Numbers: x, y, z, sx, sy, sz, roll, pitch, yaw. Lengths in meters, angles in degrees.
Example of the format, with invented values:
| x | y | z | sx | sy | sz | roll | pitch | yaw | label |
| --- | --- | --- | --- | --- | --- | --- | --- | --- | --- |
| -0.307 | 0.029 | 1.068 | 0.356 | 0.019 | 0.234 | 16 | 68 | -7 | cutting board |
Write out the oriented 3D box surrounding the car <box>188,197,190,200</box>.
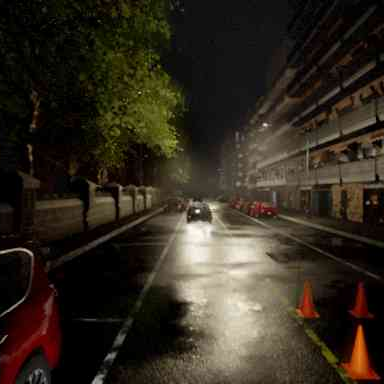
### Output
| x | y | z | sx | sy | sz | roll | pitch | yaw | label |
| --- | --- | --- | --- | --- | --- | --- | --- | --- | --- |
| -1.735 | 1.552 | 52.158 | 2.008 | 1.369 | 4.403 | 0 | 0 | 1 | car |

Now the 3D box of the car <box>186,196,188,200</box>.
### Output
| x | y | z | sx | sy | sz | roll | pitch | yaw | label |
| --- | --- | --- | --- | --- | --- | --- | --- | --- | --- |
| -1.865 | 1.433 | 40.897 | 1.967 | 1.590 | 4.097 | 0 | 0 | 1 | car |

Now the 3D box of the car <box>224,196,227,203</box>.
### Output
| x | y | z | sx | sy | sz | roll | pitch | yaw | label |
| --- | --- | --- | --- | --- | --- | --- | --- | --- | --- |
| 6.645 | 1.513 | 52.061 | 1.967 | 1.590 | 4.097 | 0 | 0 | 1 | car |

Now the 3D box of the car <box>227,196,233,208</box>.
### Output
| x | y | z | sx | sy | sz | roll | pitch | yaw | label |
| --- | --- | --- | --- | --- | --- | --- | --- | --- | --- |
| 6.580 | 1.384 | 46.431 | 2.192 | 1.841 | 5.009 | 0 | 0 | 1 | car |

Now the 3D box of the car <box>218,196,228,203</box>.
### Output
| x | y | z | sx | sy | sz | roll | pitch | yaw | label |
| --- | --- | --- | --- | --- | --- | --- | --- | --- | --- |
| 6.905 | 1.664 | 74.581 | 1.947 | 1.339 | 4.313 | 0 | 0 | 1 | car |

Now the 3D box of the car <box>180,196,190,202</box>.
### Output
| x | y | z | sx | sy | sz | roll | pitch | yaw | label |
| --- | --- | --- | --- | --- | --- | --- | --- | --- | --- |
| -1.474 | 1.577 | 74.677 | 2.008 | 1.369 | 4.403 | 0 | 0 | 1 | car |

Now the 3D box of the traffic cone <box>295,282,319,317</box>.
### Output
| x | y | z | sx | sy | sz | roll | pitch | yaw | label |
| --- | --- | --- | --- | --- | --- | --- | --- | --- | --- |
| 2.145 | 1.972 | 6.199 | 0.340 | 0.580 | 0.340 | 0 | 0 | 1 | traffic cone |

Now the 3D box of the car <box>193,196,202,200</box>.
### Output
| x | y | z | sx | sy | sz | roll | pitch | yaw | label |
| --- | --- | --- | --- | --- | --- | --- | --- | --- | --- |
| 1.200 | 1.626 | 73.215 | 1.994 | 1.385 | 4.181 | 0 | 0 | 1 | car |

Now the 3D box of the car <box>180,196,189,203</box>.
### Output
| x | y | z | sx | sy | sz | roll | pitch | yaw | label |
| --- | --- | --- | --- | --- | --- | --- | --- | --- | --- |
| -1.542 | 1.544 | 68.877 | 1.752 | 1.417 | 4.829 | 0 | 0 | 1 | car |

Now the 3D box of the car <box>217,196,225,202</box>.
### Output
| x | y | z | sx | sy | sz | roll | pitch | yaw | label |
| --- | --- | --- | --- | --- | --- | --- | --- | --- | --- |
| 6.972 | 1.633 | 80.382 | 1.752 | 1.417 | 4.829 | 0 | 0 | 1 | car |

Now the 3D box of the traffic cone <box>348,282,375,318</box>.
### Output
| x | y | z | sx | sy | sz | roll | pitch | yaw | label |
| --- | --- | --- | --- | --- | --- | --- | --- | --- | --- |
| 3.145 | 1.981 | 6.187 | 0.340 | 0.580 | 0.340 | 0 | 0 | 1 | traffic cone |

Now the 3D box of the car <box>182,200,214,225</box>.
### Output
| x | y | z | sx | sy | sz | roll | pitch | yaw | label |
| --- | --- | --- | --- | --- | --- | --- | --- | --- | --- |
| 0.554 | 1.552 | 24.778 | 2.033 | 1.411 | 5.357 | 0 | 0 | 1 | car |

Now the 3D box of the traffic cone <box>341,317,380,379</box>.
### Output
| x | y | z | sx | sy | sz | roll | pitch | yaw | label |
| --- | --- | --- | --- | --- | --- | --- | --- | --- | --- |
| 2.122 | 1.973 | 4.199 | 0.340 | 0.580 | 0.340 | 0 | 0 | 1 | traffic cone |

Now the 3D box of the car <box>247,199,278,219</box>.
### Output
| x | y | z | sx | sy | sz | roll | pitch | yaw | label |
| --- | --- | --- | --- | --- | --- | --- | --- | --- | --- |
| 6.384 | 1.601 | 29.542 | 1.887 | 1.381 | 4.507 | 0 | 0 | 1 | car |

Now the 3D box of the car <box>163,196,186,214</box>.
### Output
| x | y | z | sx | sy | sz | roll | pitch | yaw | label |
| --- | --- | --- | --- | --- | --- | --- | --- | --- | --- |
| -1.930 | 1.429 | 35.269 | 1.967 | 1.590 | 4.097 | 0 | 0 | 1 | car |

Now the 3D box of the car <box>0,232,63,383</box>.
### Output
| x | y | z | sx | sy | sz | roll | pitch | yaw | label |
| --- | --- | --- | --- | --- | --- | --- | --- | --- | --- |
| -2.319 | 1.295 | 1.490 | 2.192 | 1.841 | 5.009 | 0 | 0 | 1 | car |

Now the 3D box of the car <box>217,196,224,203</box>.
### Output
| x | y | z | sx | sy | sz | roll | pitch | yaw | label |
| --- | --- | --- | --- | --- | --- | --- | --- | --- | --- |
| 6.840 | 1.531 | 68.951 | 1.967 | 1.590 | 4.097 | 0 | 0 | 1 | car |

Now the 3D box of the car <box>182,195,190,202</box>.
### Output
| x | y | z | sx | sy | sz | roll | pitch | yaw | label |
| --- | --- | --- | --- | --- | --- | --- | --- | --- | --- |
| -1.412 | 1.560 | 80.137 | 1.752 | 1.417 | 4.829 | 0 | 0 | 1 | car |

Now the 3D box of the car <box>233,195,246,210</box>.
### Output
| x | y | z | sx | sy | sz | roll | pitch | yaw | label |
| --- | --- | --- | --- | --- | --- | --- | --- | --- | --- |
| 6.515 | 1.505 | 40.801 | 1.967 | 1.590 | 4.097 | 0 | 0 | 1 | car |

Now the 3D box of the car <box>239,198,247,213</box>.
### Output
| x | y | z | sx | sy | sz | roll | pitch | yaw | label |
| --- | --- | --- | --- | --- | --- | --- | --- | --- | --- |
| 6.449 | 1.605 | 35.172 | 1.887 | 1.381 | 4.507 | 0 | 0 | 1 | car |
